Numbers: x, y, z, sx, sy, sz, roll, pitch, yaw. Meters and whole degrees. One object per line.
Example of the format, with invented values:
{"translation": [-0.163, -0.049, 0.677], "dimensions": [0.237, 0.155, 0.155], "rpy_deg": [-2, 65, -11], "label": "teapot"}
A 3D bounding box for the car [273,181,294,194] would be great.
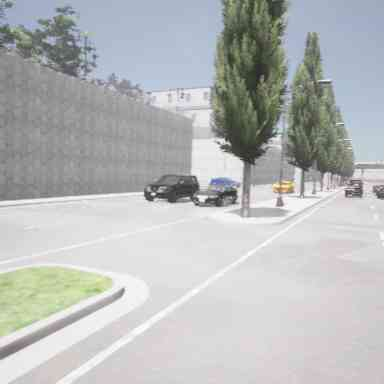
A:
{"translation": [11.900, -0.647, 43.038], "dimensions": [1.882, 1.535, 5.008], "rpy_deg": [4, 4, 27], "label": "car"}

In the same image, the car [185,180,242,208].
{"translation": [1.770, 0.173, 23.400], "dimensions": [2.128, 1.511, 4.902], "rpy_deg": [4, 4, 27], "label": "car"}

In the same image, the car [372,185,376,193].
{"translation": [26.557, -0.221, 46.159], "dimensions": [2.033, 1.411, 5.357], "rpy_deg": [4, 4, 27], "label": "car"}

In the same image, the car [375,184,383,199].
{"translation": [22.381, 0.122, 37.993], "dimensions": [1.994, 1.385, 4.181], "rpy_deg": [4, 4, 27], "label": "car"}

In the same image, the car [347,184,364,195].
{"translation": [23.356, -0.399, 47.577], "dimensions": [1.994, 1.385, 4.181], "rpy_deg": [4, 4, 27], "label": "car"}

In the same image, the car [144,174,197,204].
{"translation": [-1.332, -0.297, 24.959], "dimensions": [2.150, 2.045, 5.566], "rpy_deg": [4, 4, 27], "label": "car"}

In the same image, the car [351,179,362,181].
{"translation": [27.593, -1.081, 55.939], "dimensions": [2.150, 2.045, 5.566], "rpy_deg": [4, 4, 27], "label": "car"}

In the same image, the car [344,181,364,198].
{"translation": [19.326, -0.155, 39.679], "dimensions": [2.128, 1.511, 4.902], "rpy_deg": [4, 4, 27], "label": "car"}

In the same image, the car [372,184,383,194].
{"translation": [30.679, -0.534, 54.343], "dimensions": [1.994, 1.385, 4.181], "rpy_deg": [4, 4, 27], "label": "car"}

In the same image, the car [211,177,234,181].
{"translation": [5.083, -1.446, 49.674], "dimensions": [5.008, 1.535, 1.882], "rpy_deg": [6, 4, 40], "label": "car"}
